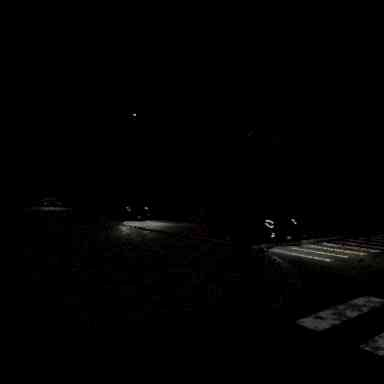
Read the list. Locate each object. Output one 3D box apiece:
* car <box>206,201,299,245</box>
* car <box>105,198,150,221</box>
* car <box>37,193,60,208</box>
[{"bbox_3d":[2.694,1.291,15.478,2.097,1.767,4.553,1,0,-36],"label":"car"},{"bbox_3d":[-5.184,1.294,26.453,2.097,1.767,4.553,1,-1,-36],"label":"car"},{"bbox_3d":[-20.906,1.212,48.347,2.150,2.045,5.566,1,0,-36],"label":"car"}]
